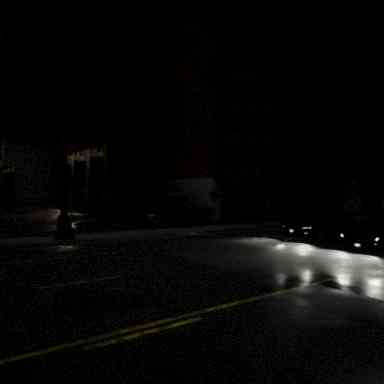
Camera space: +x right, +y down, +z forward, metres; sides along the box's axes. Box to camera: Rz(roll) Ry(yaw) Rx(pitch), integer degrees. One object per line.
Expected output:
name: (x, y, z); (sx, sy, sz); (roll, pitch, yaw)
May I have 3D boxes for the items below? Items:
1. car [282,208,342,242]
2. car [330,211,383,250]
car: (6.757, 1.644, 17.417); (4.892, 1.490, 1.837); (1, 0, -36)
car: (8.551, 1.685, 14.399); (5.357, 1.411, 2.033); (1, 0, -36)
